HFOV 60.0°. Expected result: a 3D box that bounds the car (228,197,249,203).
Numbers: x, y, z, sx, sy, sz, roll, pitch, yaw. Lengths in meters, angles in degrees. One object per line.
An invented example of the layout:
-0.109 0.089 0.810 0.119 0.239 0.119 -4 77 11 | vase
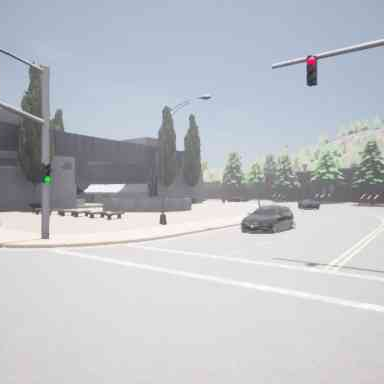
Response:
9.475 1.583 67.515 1.895 1.301 4.718 0 0 -30 | car

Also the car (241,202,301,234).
4.562 1.568 19.515 1.837 1.490 4.892 1 1 35 | car

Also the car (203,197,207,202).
1.444 1.515 77.324 4.674 1.442 1.812 0 0 44 | car

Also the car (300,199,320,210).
14.814 1.599 42.123 1.895 1.301 4.718 0 0 8 | car
